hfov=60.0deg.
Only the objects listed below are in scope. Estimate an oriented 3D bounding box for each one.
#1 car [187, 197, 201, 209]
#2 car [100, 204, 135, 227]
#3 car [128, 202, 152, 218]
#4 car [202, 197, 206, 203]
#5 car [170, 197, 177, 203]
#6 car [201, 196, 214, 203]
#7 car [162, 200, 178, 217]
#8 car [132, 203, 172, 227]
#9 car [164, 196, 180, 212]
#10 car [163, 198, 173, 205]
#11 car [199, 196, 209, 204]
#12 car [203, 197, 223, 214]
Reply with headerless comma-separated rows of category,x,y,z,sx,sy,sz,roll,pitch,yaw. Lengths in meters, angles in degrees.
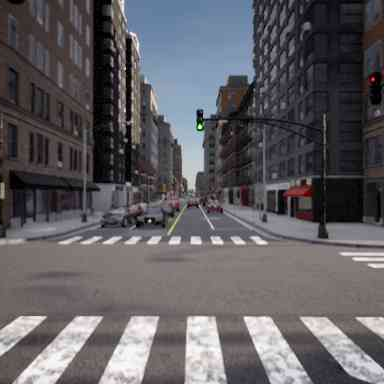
car,0.146,1.932,54.204,1.837,1.490,4.892,0,0,0
car,-5.346,1.745,24.087,2.008,1.369,4.403,0,0,0
car,-5.327,1.804,34.824,1.752,1.417,4.829,0,0,0
car,3.114,1.930,54.112,1.837,1.490,4.892,0,0,0
car,-5.223,2.198,94.984,1.967,1.590,4.097,0,-1,0
car,3.088,1.708,61.144,2.150,2.045,5.566,0,0,0
car,-2.787,1.837,34.024,1.994,1.385,4.181,0,0,0
car,-2.807,1.758,24.050,1.994,1.385,4.181,0,0,0
car,-2.763,1.576,44.685,2.150,2.045,5.566,0,0,0
car,-5.260,2.096,73.000,1.752,1.417,4.829,0,0,0
car,2.773,1.931,78.608,2.192,1.841,5.009,0,0,0
car,2.708,1.762,40.428,1.967,1.590,4.097,0,0,0
